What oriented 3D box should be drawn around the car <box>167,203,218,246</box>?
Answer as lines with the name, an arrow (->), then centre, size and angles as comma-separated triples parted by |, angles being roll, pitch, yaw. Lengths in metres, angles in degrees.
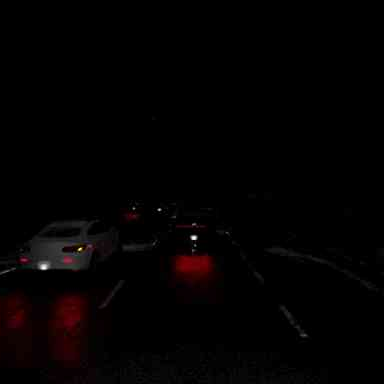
car -> 0.134, 1.491, 15.153 | 1.837, 1.490, 4.892 | 0, 0, 1

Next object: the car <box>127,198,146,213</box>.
car -> -5.880, 1.477, 37.107 | 1.837, 1.490, 4.892 | 0, 0, 4

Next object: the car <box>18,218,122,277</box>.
car -> -3.449, 1.519, 10.138 | 1.812, 1.442, 4.674 | 0, 0, 1

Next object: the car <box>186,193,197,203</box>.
car -> 0.095, 1.487, 62.969 | 2.033, 1.411, 5.357 | 0, 0, 7

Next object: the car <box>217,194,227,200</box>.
car -> 7.583, 1.392, 88.756 | 1.882, 1.535, 5.008 | 0, 0, 11

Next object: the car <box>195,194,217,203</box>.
car -> 2.112, 1.439, 49.076 | 2.128, 1.511, 4.902 | 0, 0, 5

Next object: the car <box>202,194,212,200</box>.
car -> 4.014, 1.397, 88.725 | 1.882, 1.535, 5.008 | 0, 0, 10

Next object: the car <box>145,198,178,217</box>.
car -> -2.734, 1.535, 31.111 | 1.994, 1.385, 4.181 | 0, 0, 3

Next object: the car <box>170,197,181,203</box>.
car -> -3.317, 1.545, 63.973 | 1.895, 1.301, 4.718 | 0, 0, 7
